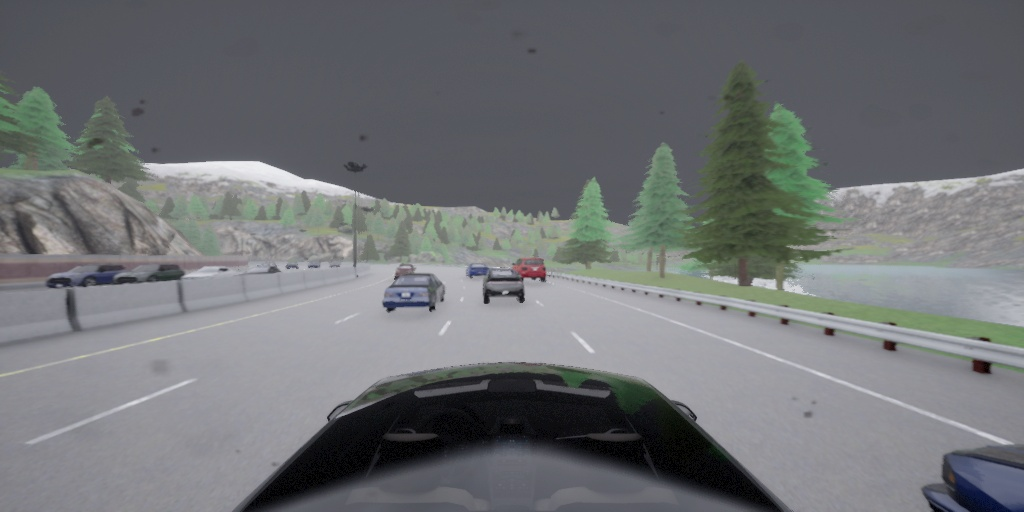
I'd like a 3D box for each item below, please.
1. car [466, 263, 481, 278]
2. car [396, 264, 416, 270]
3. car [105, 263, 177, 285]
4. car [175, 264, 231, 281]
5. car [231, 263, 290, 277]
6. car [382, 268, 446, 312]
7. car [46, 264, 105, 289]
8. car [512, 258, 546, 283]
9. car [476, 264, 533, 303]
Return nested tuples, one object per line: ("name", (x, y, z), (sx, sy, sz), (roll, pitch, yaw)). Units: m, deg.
("car", (-3.714, 1.490, 37.493), (1.882, 1.535, 5.008), (0, 0, -13))
("car", (-10.486, 1.545, 35.461), (1.812, 1.442, 4.674), (0, 0, -13))
("car", (-26.847, 1.363, 26.773), (2.097, 1.767, 4.553), (0, 0, -10))
("car", (-23.539, 1.536, 28.170), (1.812, 1.442, 4.674), (0, 0, -11))
("car", (-20.132, 1.531, 28.979), (1.812, 1.442, 4.674), (0, 0, -11))
("car", (-3.875, 1.402, 14.871), (2.033, 1.411, 5.357), (0, 0, -5))
("car", (-30.233, 1.367, 25.838), (2.097, 1.767, 4.553), (0, 0, -10))
("car", (1.331, 1.171, 30.695), (2.150, 2.045, 5.566), (0, 0, -10))
("car", (-0.539, 1.355, 17.578), (2.128, 1.511, 4.902), (0, 0, -6))
